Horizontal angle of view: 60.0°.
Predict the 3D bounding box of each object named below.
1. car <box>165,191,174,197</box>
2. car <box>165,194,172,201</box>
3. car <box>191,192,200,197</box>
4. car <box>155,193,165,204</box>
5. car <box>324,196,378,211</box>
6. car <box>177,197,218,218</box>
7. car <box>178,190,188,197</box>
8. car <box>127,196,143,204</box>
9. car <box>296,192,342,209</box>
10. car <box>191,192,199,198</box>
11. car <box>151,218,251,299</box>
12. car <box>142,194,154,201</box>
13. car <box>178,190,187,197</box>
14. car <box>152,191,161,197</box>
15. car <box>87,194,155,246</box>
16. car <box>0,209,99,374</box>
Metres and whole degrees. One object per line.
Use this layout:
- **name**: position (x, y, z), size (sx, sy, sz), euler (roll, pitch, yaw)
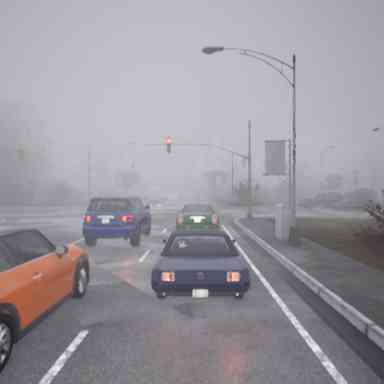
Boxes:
- **car**: position (-5.934, 0.525, 88.476), size (2.128, 1.511, 4.902), euler (0, 1, -1)
- **car**: position (-6.060, 1.149, 73.001), size (1.882, 1.535, 5.008), euler (0, 1, 1)
- **car**: position (1.081, 1.005, 84.195), size (2.128, 1.511, 4.902), euler (0, 1, 0)
- **car**: position (-6.348, 1.320, 57.538), size (1.812, 1.442, 4.674), euler (0, 1, 1)
- **car**: position (18.380, 1.421, 37.942), size (5.357, 1.411, 2.033), euler (0, 0, -2)
- **car**: position (0.284, 1.309, 17.383), size (2.097, 1.767, 4.553), euler (0, 0, 1)
- **car**: position (-2.666, 0.374, 94.446), size (2.150, 2.045, 5.566), euler (0, 1, -7)
- **car**: position (-9.848, 1.395, 57.480), size (1.895, 1.301, 4.718), euler (0, 0, 1)
- **car**: position (15.921, 1.080, 41.337), size (5.566, 2.045, 2.150), euler (0, 0, -2)
- **car**: position (0.832, 0.789, 94.619), size (1.994, 1.385, 4.181), euler (0, 1, -4)
- **car**: position (0.178, 1.588, 8.393), size (1.895, 1.301, 4.718), euler (0, 0, 0)
- **car**: position (-9.558, 1.147, 73.164), size (1.882, 1.535, 5.008), euler (0, 1, 1)
- **car**: position (-2.420, 0.997, 84.308), size (2.128, 1.511, 4.902), euler (0, 1, 0)
- **car**: position (-9.433, 0.540, 88.422), size (2.033, 1.411, 5.357), euler (0, 1, -1)
- **car**: position (-3.245, 1.186, 15.312), size (2.150, 2.045, 5.566), euler (0, 0, 1)
- **car**: position (-3.340, 1.345, 5.613), size (2.097, 1.767, 4.553), euler (0, 0, 0)
